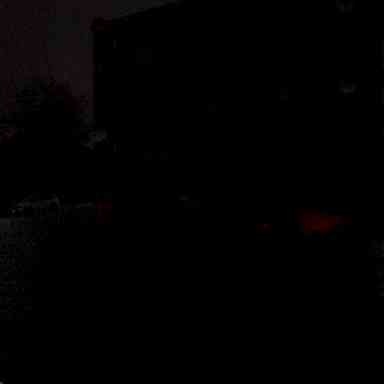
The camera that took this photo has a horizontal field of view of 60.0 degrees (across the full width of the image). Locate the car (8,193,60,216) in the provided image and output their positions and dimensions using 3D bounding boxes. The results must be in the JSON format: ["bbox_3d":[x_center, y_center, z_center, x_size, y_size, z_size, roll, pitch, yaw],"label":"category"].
[{"bbox_3d":[-17.034,1.353,36.212,2.150,2.045,5.566,-2,4,23],"label":"car"}]

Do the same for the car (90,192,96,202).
[{"bbox_3d":[-12.404,0.253,48.102,2.150,2.045,5.566,-1,4,21],"label":"car"}]
